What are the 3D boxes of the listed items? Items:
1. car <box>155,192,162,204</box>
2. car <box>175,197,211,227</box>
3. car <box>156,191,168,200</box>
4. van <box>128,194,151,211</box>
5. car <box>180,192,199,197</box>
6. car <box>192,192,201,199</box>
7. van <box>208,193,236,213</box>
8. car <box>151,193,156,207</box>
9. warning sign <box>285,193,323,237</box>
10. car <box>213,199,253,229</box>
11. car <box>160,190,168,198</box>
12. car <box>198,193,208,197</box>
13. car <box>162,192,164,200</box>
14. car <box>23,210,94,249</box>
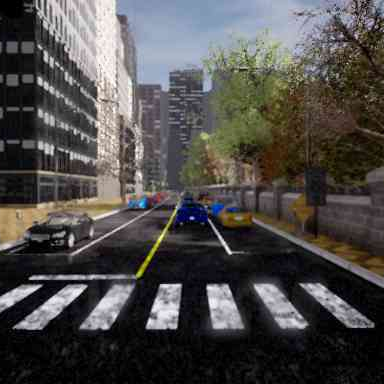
[{"bbox_3d":[-6.193,1.114,52.724,1.887,1.381,4.507,0,1,-1],"label":"car"},{"bbox_3d":[-0.029,1.300,21.023,1.882,1.535,5.008,0,1,-1],"label":"car"},{"bbox_3d":[-6.725,0.732,69.357,2.192,1.841,5.009,0,1,-2],"label":"car"},{"bbox_3d":[-5.809,1.060,36.084,1.690,1.788,3.998,0,1,-1],"label":"van"},{"bbox_3d":[-0.549,1.092,46.250,2.128,1.511,4.902,0,1,-1],"label":"car"},{"bbox_3d":[1.081,0.845,75.316,1.752,1.417,4.829,0,1,-2],"label":"car"},{"bbox_3d":[2.390,1.114,25.243,1.690,1.788,3.998,0,1,-1],"label":"van"},{"bbox_3d":[-5.920,1.214,41.631,1.887,1.381,4.507,0,1,-1],"label":"car"},{"bbox_3d":[4.882,0.969,14.589,1.300,1.860,1.060,0,1,0],"label":"warning sign"},{"bbox_3d":[2.455,1.345,19.871,1.752,1.417,4.829,0,1,-1],"label":"car"},{"bbox_3d":[-7.660,0.523,91.532,2.192,1.841,5.009,0,1,-3],"label":"car"},{"bbox_3d":[2.098,1.149,42.044,1.752,1.417,4.829,0,1,-1],"label":"car"},{"bbox_3d":[-6.355,1.101,58.271,1.802,1.307,4.206,0,1,-2],"label":"car"},{"bbox_3d":[-5.372,1.463,13.906,2.008,1.369,4.403,0,0,0],"label":"car"}]
